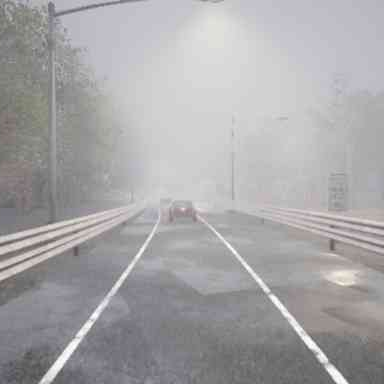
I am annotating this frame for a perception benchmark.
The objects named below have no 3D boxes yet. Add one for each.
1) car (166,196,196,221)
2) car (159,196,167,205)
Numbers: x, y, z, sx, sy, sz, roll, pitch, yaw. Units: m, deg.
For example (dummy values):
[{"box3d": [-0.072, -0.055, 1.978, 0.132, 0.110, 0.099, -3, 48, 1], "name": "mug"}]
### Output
[{"box3d": [-0.844, 1.355, 27.107, 2.097, 1.767, 4.553, 0, 0, -4], "name": "car"}, {"box3d": [-4.978, 1.486, 61.606, 1.882, 1.535, 5.008, 0, 0, -10], "name": "car"}]
